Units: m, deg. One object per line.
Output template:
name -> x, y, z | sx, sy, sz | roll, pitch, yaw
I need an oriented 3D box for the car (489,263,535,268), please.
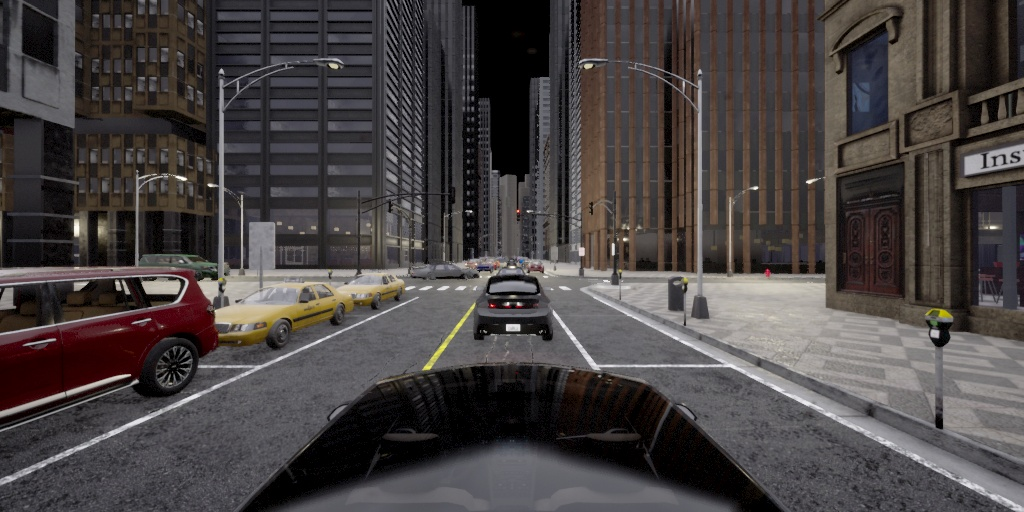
car -> -0.043, 1.298, 20.238 | 2.033, 1.411, 5.357 | 0, 0, 0

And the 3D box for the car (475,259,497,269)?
car -> -3.185, 1.357, 42.316 | 1.895, 1.301, 4.718 | 0, 0, 0

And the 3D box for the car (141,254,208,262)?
car -> -24.344, 0.899, 26.577 | 5.566, 2.045, 2.150 | 0, 0, 0

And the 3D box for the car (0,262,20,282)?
car -> -39.914, 1.155, 26.459 | 4.674, 1.442, 1.812 | 0, 0, 0

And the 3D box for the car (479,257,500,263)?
car -> -3.205, 1.111, 52.010 | 2.097, 1.767, 4.553 | 0, 0, 0

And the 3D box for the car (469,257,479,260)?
car -> -5.883, 1.199, 52.980 | 1.967, 1.591, 4.097 | 0, 0, 0

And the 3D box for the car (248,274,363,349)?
car -> -5.779, 1.276, 9.215 | 1.751, 1.417, 4.829 | 0, 0, 0

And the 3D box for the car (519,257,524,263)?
car -> 2.628, 1.312, 58.628 | 2.007, 1.370, 4.403 | 0, 0, 0

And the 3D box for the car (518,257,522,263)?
car -> 2.615, 1.330, 64.237 | 1.948, 1.339, 4.313 | 0, 0, 0

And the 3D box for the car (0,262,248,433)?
car -> -5.766, 1.065, 3.784 | 2.192, 1.841, 5.009 | 0, 0, 0

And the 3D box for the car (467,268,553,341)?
car -> 0.037, 1.255, 9.909 | 1.837, 1.490, 4.892 | 0, 0, 0

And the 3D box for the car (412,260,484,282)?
car -> -5.319, 1.288, 28.398 | 5.357, 1.411, 2.033 | 0, 0, -24

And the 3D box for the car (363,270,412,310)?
car -> -5.792, 1.276, 14.817 | 1.751, 1.417, 4.829 | 0, 0, 0

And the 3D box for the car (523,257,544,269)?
car -> 2.668, 1.196, 41.801 | 1.967, 1.591, 4.097 | 0, 0, 0

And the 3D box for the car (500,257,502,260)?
car -> -3.213, 1.115, 61.960 | 2.097, 1.767, 4.553 | 0, 0, 0
